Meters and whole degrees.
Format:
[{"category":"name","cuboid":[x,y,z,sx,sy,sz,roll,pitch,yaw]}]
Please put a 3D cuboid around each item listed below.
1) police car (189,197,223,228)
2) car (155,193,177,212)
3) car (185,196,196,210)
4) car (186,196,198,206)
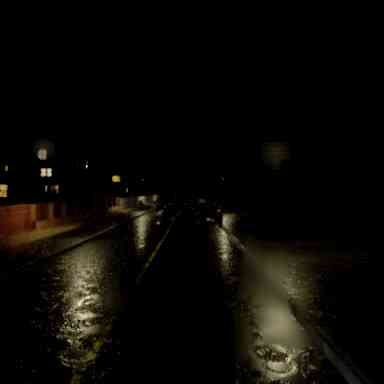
[{"category":"police car","cuboid":[0.958,1.409,22.204,1.930,1.638,5.238,0,0,0]},{"category":"car","cuboid":[-2.851,1.190,37.800,2.150,2.045,5.566,0,0,0]},{"category":"car","cuboid":[0.009,1.513,42.188,2.033,1.411,5.357,0,0,0]},{"category":"car","cuboid":[-0.008,1.453,56.527,1.837,1.490,4.892,0,0,0]}]
